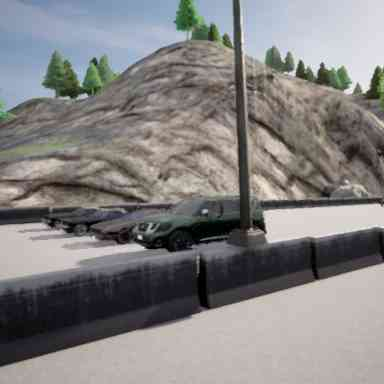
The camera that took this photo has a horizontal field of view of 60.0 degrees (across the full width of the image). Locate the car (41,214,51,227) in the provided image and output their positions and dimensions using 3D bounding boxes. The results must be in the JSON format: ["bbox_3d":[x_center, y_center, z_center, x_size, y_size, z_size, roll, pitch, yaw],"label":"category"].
[{"bbox_3d":[-6.744,1.554,20.678,4.718,1.301,1.895,0,0,-35],"label":"car"}]

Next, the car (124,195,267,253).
[{"bbox_3d":[0.480,1.165,12.931,5.566,2.045,2.150,0,0,-35],"label":"car"}]

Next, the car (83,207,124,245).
[{"bbox_3d":[-1.952,1.494,15.496,5.357,1.411,2.033,0,0,-35],"label":"car"}]

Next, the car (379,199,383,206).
[{"bbox_3d":[27.122,1.182,44.784,4.674,1.442,1.812,-1,0,-35],"label":"car"}]

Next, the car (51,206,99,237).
[{"bbox_3d":[-4.685,1.554,17.848,4.718,1.301,1.895,0,0,-35],"label":"car"}]
